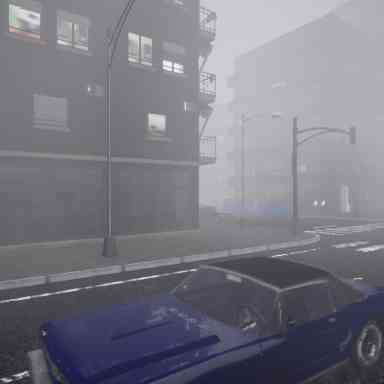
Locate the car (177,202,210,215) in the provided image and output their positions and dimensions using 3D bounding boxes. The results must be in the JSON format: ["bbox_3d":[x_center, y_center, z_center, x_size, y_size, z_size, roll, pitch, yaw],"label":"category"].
[{"bbox_3d":[0.147,1.974,40.626,1.994,1.385,4.181,0,-1,-36],"label":"car"}]

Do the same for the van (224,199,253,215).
[{"bbox_3d":[5.213,1.676,38.087,1.690,1.788,3.998,-1,0,-36],"label":"van"}]

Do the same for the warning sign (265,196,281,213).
[{"bbox_3d":[9.019,1.400,36.960,1.300,1.860,1.060,1,0,-36],"label":"warning sign"}]

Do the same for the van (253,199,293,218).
[{"bbox_3d":[8.528,1.603,33.571,1.690,1.788,3.998,-1,0,-36],"label":"van"}]

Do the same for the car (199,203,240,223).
[{"bbox_3d":[1.788,1.874,28.654,1.802,1.307,4.206,-1,0,-36],"label":"car"}]

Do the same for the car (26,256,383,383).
[{"bbox_3d":[0.622,1.600,4.130,4.718,1.301,1.895,0,0,-36],"label":"car"}]
